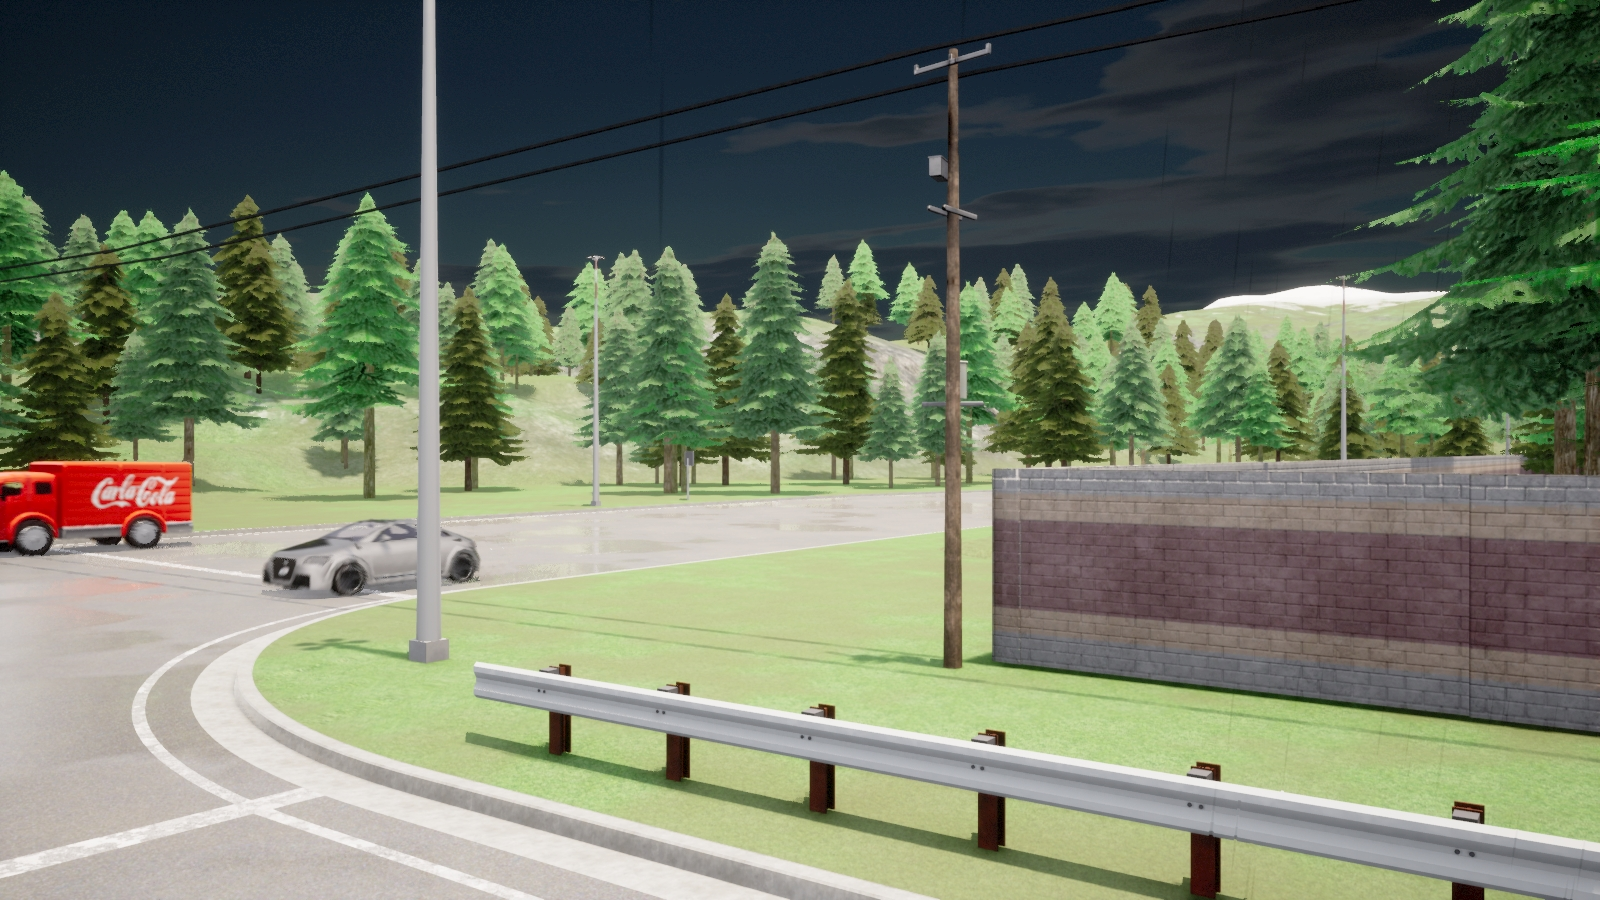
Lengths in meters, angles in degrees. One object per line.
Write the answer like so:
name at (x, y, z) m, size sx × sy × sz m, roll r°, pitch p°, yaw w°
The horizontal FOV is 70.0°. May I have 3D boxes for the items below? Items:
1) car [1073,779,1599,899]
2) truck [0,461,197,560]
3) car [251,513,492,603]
car at (3.010, 1.982, 1.681) m, size 5.238 × 1.638 × 2.097 m, roll 0°, pitch 0°, yaw 35°
truck at (-19.891, 1.549, 31.450) m, size 2.627 × 2.467 × 5.204 m, roll 0°, pitch 0°, yaw 35°
car at (-8.586, 2.105, 23.189) m, size 1.994 × 1.385 × 4.181 m, roll 0°, pitch 0°, yaw 35°
